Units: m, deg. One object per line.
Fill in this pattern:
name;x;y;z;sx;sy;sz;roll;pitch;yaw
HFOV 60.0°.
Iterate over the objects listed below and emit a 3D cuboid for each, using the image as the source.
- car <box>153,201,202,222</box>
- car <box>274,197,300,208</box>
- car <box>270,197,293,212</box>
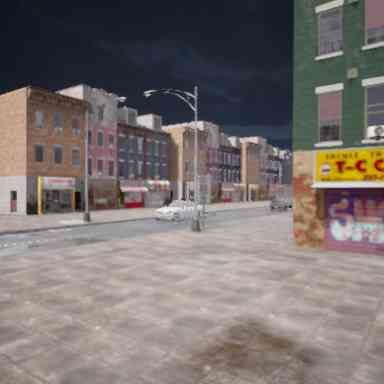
car;-0.967;1.393;25.476;1.812;1.442;4.674;0;1;35
car;12.937;1.348;44.967;1.895;1.301;4.718;0;0;36
car;9.971;1.296;35.829;2.128;1.511;4.902;0;0;35
